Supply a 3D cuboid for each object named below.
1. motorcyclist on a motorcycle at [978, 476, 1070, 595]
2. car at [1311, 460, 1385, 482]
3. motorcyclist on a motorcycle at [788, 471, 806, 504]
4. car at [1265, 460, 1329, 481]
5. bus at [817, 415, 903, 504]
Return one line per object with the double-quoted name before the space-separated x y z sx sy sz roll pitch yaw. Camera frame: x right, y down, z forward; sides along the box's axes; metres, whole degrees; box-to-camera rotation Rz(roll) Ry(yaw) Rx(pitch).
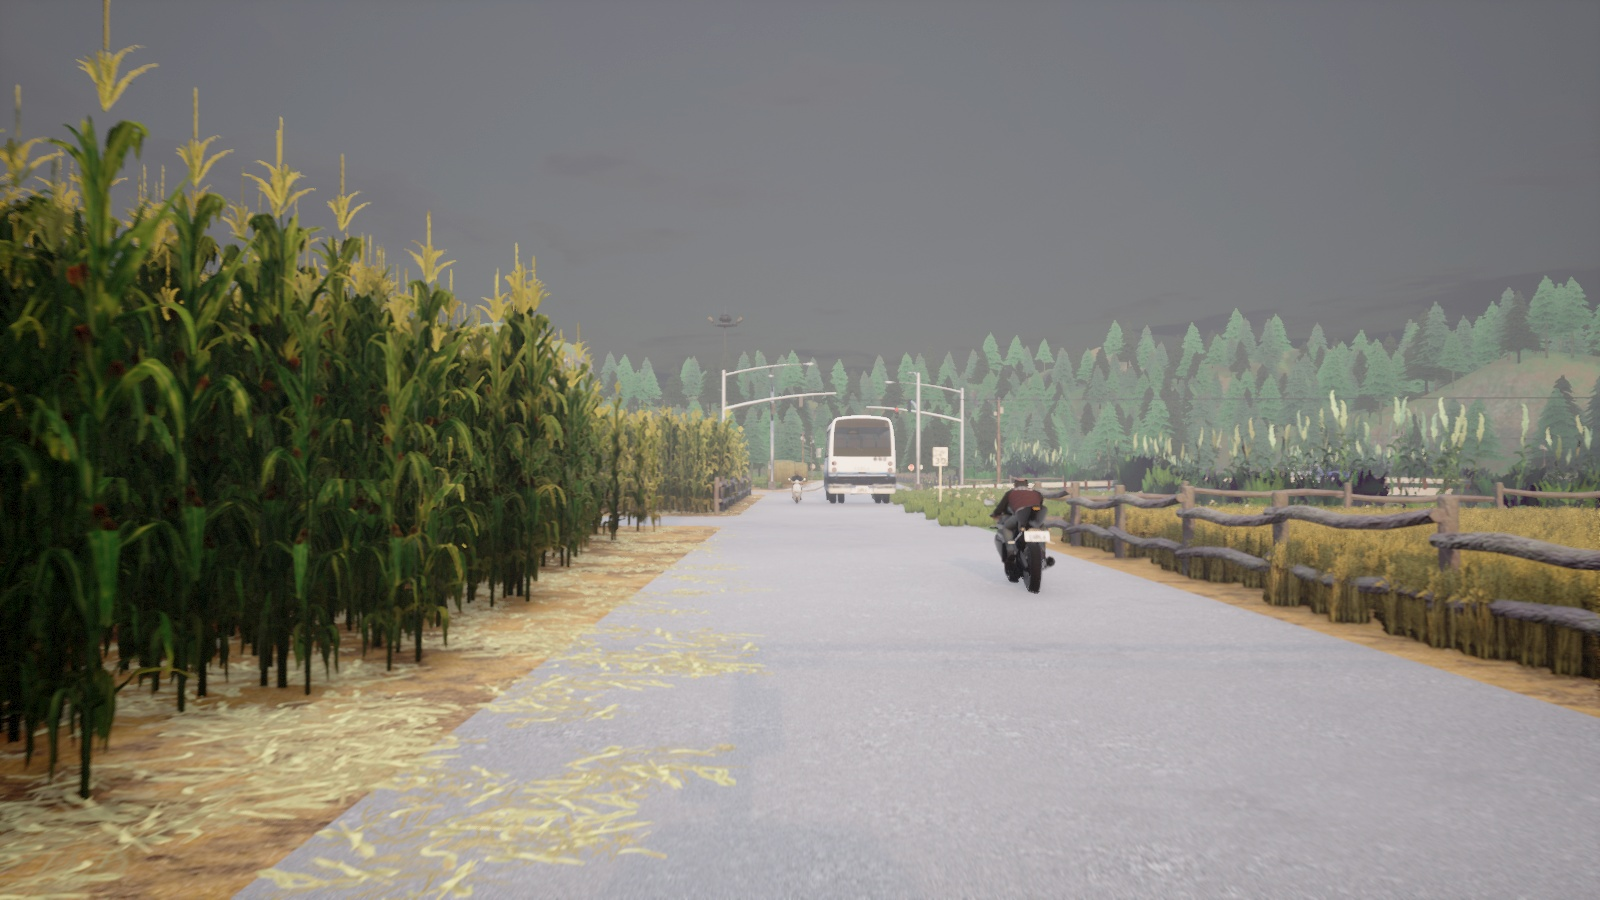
"motorcyclist on a motorcycle" 3.064 1.136 17.405 0.866 1.530 2.191 0 -1 0
"car" 36.764 1.413 84.340 4.193 1.474 1.816 0 -1 8
"motorcyclist on a motorcycle" -0.127 1.825 61.634 0.866 1.590 1.817 0 -1 0
"car" 34.865 1.432 88.125 3.806 1.475 1.970 -1 -1 8
"bus" 2.960 0.547 65.418 3.944 4.253 10.273 0 -1 0
